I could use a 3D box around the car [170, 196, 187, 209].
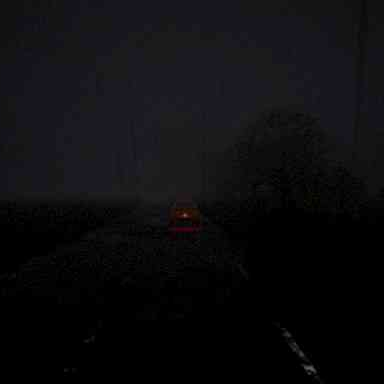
[{"bbox_3d":[-1.746,1.230,40.864,1.812,1.442,4.674,0,0,-5],"label":"car"}]

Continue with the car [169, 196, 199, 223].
[{"bbox_3d":[-0.564,1.306,23.602,1.882,1.535,5.008,0,0,-3],"label":"car"}]
